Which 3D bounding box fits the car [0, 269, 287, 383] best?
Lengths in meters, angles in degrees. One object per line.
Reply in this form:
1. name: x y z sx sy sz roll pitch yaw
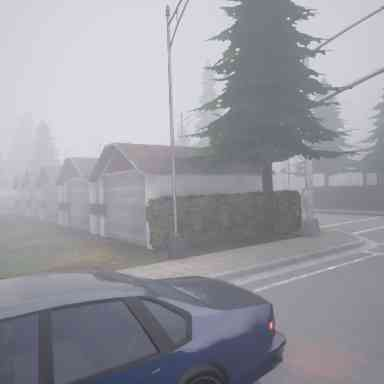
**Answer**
1. car: -1.539 1.532 2.868 5.357 1.411 2.033 -2 1 -34
